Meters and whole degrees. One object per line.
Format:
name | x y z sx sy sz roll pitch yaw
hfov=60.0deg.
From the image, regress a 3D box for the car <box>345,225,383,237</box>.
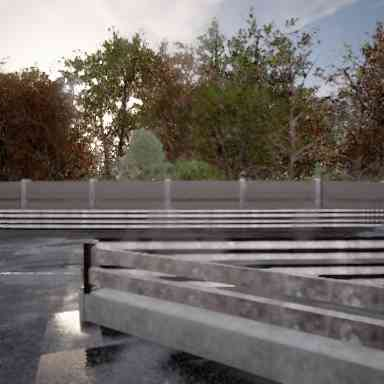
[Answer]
car | 8.220 1.544 11.690 5.357 1.411 2.033 0 0 -6
